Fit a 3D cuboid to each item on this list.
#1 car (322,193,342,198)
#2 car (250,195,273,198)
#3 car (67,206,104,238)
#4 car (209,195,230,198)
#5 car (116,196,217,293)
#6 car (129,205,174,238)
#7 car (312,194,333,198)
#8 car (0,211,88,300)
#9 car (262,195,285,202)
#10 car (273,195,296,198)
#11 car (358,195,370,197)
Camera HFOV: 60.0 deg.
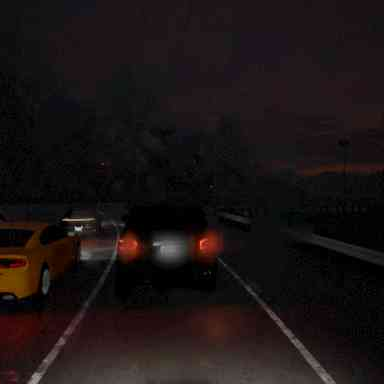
[{"bbox_3d":[34.802,1.346,81.721,4.553,1.767,2.097,0,0,-34],"label":"car"},{"bbox_3d":[12.190,1.540,63.641,5.357,1.411,2.033,0,0,-20],"label":"car"},{"bbox_3d":[-5.773,1.490,17.586,2.128,1.511,4.902,0,0,-14],"label":"car"},{"bbox_3d":[6.412,1.548,68.914,4.181,1.385,1.994,0,0,-20],"label":"car"},{"bbox_3d":[-0.759,1.220,9.071,2.150,2.045,5.566,0,0,-7],"label":"car"},{"bbox_3d":[-2.512,1.545,19.111,2.033,1.411,5.357,0,0,-13],"label":"car"},{"bbox_3d":[26.242,1.545,68.870,4.181,1.385,1.994,0,0,-23],"label":"car"},{"bbox_3d":[-4.167,1.477,8.343,1.882,1.535,5.008,0,0,-6],"label":"car"},{"bbox_3d":[18.902,1.469,77.234,5.008,1.535,1.882,0,0,-20],"label":"car"},{"bbox_3d":[21.102,1.532,74.340,5.357,1.411,2.033,0,0,-20],"label":"car"},{"bbox_3d":[39.262,1.469,76.322,5.008,1.535,1.882,0,0,-34],"label":"car"}]
